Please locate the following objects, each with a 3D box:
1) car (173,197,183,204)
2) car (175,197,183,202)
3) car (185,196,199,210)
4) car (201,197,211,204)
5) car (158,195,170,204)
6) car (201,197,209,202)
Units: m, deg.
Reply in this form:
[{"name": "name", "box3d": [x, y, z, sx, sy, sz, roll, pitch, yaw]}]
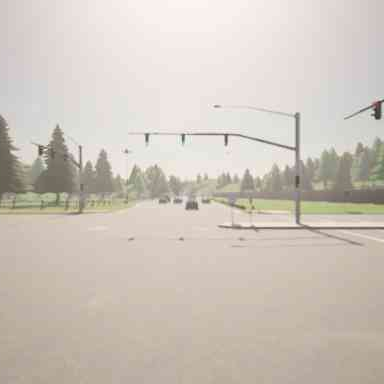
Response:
[{"name": "car", "box3d": [-3.506, 2.029, 80.267, 1.837, 1.490, 4.892, 0, 0, 0]}, {"name": "car", "box3d": [-3.507, 2.071, 90.687, 1.994, 1.385, 4.181, 0, 0, 0]}, {"name": "car", "box3d": [-0.004, 1.812, 49.660, 1.882, 1.535, 5.008, 0, 0, 0]}, {"name": "car", "box3d": [3.494, 2.054, 80.268, 2.128, 1.511, 4.902, 0, 0, 0]}, {"name": "car", "box3d": [-7.006, 2.029, 80.267, 1.837, 1.490, 4.892, 0, 0, 0]}, {"name": "car", "box3d": [3.493, 2.042, 90.688, 1.812, 1.442, 4.674, 0, 0, 0]}]
